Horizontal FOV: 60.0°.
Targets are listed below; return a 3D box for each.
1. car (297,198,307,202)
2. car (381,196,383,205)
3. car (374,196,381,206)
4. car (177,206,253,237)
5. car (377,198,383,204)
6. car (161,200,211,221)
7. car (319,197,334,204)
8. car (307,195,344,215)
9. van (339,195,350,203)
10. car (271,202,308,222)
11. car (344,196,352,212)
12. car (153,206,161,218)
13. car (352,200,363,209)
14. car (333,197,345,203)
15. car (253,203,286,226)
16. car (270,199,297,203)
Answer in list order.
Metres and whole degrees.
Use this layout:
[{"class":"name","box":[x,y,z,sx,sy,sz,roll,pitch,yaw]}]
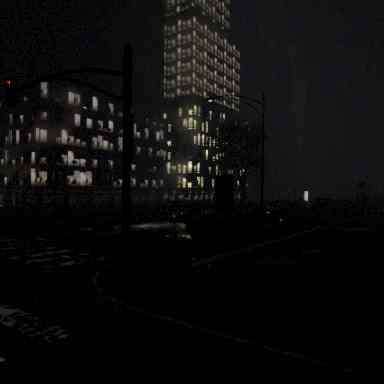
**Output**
[{"class":"car","box":[18.189,1.727,56.070,1.752,1.417,4.829,1,0,36]},{"class":"car","box":[41.530,1.784,73.547,2.192,1.841,5.009,1,0,36]},{"class":"car","box":[35.029,1.940,64.756,1.752,1.417,4.829,1,0,36]},{"class":"car","box":[1.449,1.696,19.106,2.008,1.369,4.403,1,0,36]},{"class":"car","box":[44.826,2.047,78.012,2.008,1.369,4.403,1,0,36]},{"class":"car","box":[0.101,1.570,27.233,2.128,1.511,4.902,1,1,36]},{"class":"car","box":[28.188,1.849,69.598,1.947,1.339,4.313,1,0,36]},{"class":"car","box":[15.203,1.569,37.786,2.192,1.841,5.009,1,0,36]},{"class":"van","box":[38.089,1.706,82.991,1.690,1.788,3.998,1,0,36]},{"class":"car","box":[7.964,1.779,27.922,1.802,1.307,4.206,1,0,36]},{"class":"car","box":[18.474,1.720,42.270,1.967,1.590,4.097,1,0,36]},{"class":"car","box":[-1.608,1.481,29.500,1.967,1.590,4.097,1,0,36]},{"class":"car","box":[25.031,1.773,51.227,1.967,1.590,4.097,1,0,36]},{"class":"car","box":[34.686,1.862,78.390,1.752,1.417,4.829,1,0,36]},{"class":"car","box":[4.707,1.737,23.514,1.947,1.339,4.313,1,0,36]},{"class":"car","box":[11.166,1.674,42.152,1.837,1.490,4.892,1,0,37]}]
